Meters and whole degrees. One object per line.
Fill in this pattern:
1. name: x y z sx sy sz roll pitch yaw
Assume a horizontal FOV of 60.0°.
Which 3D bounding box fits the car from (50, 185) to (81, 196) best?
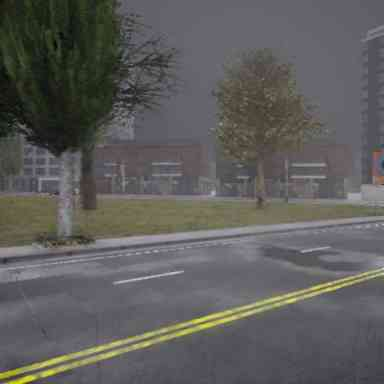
1. car: -18.872 -0.194 50.025 4.553 1.767 2.097 1 0 11
